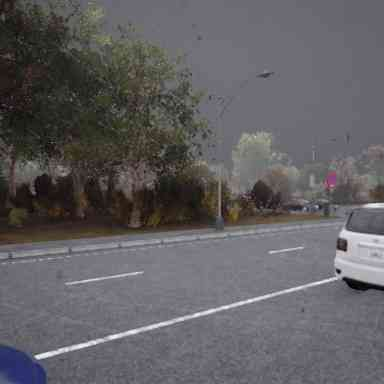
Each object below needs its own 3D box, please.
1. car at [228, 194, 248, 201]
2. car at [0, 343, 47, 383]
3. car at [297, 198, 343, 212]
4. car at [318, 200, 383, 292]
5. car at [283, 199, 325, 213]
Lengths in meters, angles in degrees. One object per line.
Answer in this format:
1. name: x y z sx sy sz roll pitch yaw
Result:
1. car: 7.198 1.272 47.029 2.150 2.045 5.566 0 0 -32
2. car: -3.147 1.523 1.497 4.674 1.442 1.812 0 0 -36
3. car: 15.474 1.554 40.486 2.128 1.511 4.902 0 0 -32
4. car: 5.605 1.239 7.755 5.566 2.045 2.150 0 0 -36
5. car: 12.445 1.548 38.701 2.128 1.511 4.902 0 0 -34
